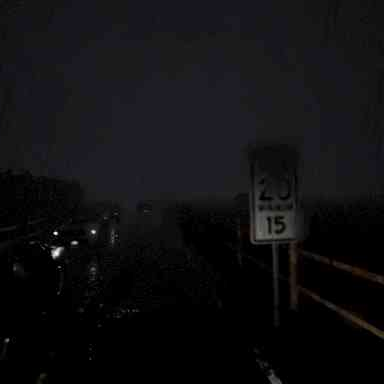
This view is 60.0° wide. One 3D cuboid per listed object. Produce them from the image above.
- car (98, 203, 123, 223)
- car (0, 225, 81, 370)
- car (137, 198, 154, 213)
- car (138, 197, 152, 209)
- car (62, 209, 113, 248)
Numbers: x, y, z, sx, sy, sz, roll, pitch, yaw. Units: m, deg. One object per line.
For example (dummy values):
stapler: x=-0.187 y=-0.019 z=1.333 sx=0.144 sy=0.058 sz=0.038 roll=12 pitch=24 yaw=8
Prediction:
car: x=-6.550 y=1.626 z=26.270 sx=2.128 sy=1.511 sz=4.902 roll=-1 pitch=0 yaw=-8
car: x=-3.584 y=1.626 z=5.805 sx=2.033 sy=1.411 sz=5.357 roll=-1 pitch=0 yaw=-8
car: x=-5.532 y=1.582 z=39.670 sx=1.882 sy=1.535 sz=5.008 roll=-1 pitch=0 yaw=-8
car: x=-7.037 y=1.637 z=49.954 sx=1.837 sy=1.490 sz=4.892 roll=-1 pitch=0 yaw=-8
car: x=-4.969 y=1.706 z=15.355 sx=1.895 sy=1.301 sz=4.718 roll=-1 pitch=0 yaw=-8
